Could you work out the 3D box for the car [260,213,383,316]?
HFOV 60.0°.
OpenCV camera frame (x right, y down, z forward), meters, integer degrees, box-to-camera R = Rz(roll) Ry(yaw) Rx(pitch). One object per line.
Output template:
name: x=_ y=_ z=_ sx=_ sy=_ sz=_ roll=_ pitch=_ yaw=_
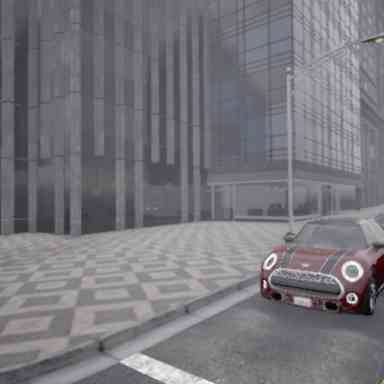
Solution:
car: x=3.424 y=1.438 z=7.916 sx=2.097 sy=1.767 sz=4.553 roll=-2 pitch=-1 yaw=38
